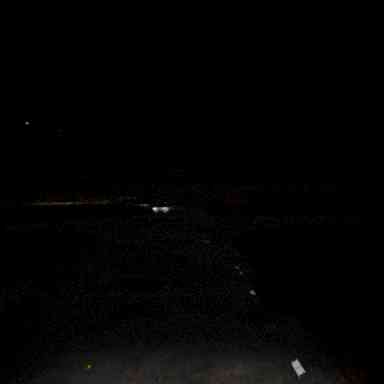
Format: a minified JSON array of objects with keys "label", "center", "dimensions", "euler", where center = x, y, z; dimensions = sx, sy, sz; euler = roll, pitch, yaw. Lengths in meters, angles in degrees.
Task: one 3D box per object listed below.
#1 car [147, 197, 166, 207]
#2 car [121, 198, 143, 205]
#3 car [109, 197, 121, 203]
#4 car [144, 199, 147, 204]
[{"label":"car","center":[-5.398,1.617,53.071],"dimensions":[1.882,1.535,5.008],"euler":[0,0,-17]},{"label":"car","center":[-12.087,1.847,67.492],"dimensions":[1.895,1.301,4.718],"euler":[-1,0,-32]},{"label":"car","center":[-17.872,1.802,78.494],"dimensions":[4.181,1.385,1.994],"euler":[-1,0,42]},{"label":"car","center":[-11.214,1.828,71.008],"dimensions":[1.895,1.301,4.718],"euler":[-1,0,-37]}]
